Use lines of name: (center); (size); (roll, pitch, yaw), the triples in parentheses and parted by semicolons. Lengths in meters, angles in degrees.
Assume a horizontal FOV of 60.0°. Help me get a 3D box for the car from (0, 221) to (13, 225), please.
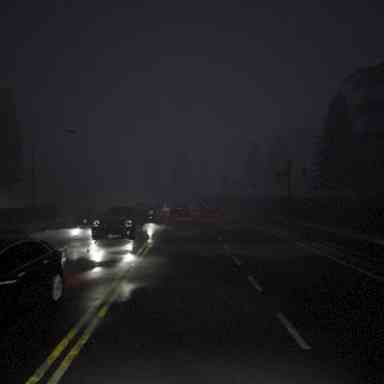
car: (-7.301, 1.697, 11.453); (1.994, 1.385, 4.181); (0, -1, -1)

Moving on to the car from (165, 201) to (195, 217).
car: (-1.377, 1.896, 36.108); (2.128, 1.511, 4.902); (0, -1, -9)

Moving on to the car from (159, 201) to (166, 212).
car: (-4.220, 2.021, 45.977); (1.837, 1.490, 4.892); (0, -1, -21)

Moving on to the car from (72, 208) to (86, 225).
car: (-7.449, 1.849, 25.010); (1.994, 1.385, 4.181); (0, -1, -1)

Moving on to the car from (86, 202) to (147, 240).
car: (-3.941, 1.557, 18.168); (2.097, 1.767, 4.553); (0, -1, -1)

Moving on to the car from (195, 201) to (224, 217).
car: (2.068, 1.758, 36.400); (2.097, 1.767, 4.553); (0, -1, -9)

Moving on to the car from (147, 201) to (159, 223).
car: (-4.264, 1.680, 29.127); (2.097, 1.767, 4.553); (0, -1, -3)

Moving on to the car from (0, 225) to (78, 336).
car: (-3.686, 1.570, 5.542); (1.837, 1.490, 4.892); (0, -1, -1)

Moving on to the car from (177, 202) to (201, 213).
car: (-0.462, 2.080, 46.221); (1.994, 1.385, 4.181); (0, -1, -21)
